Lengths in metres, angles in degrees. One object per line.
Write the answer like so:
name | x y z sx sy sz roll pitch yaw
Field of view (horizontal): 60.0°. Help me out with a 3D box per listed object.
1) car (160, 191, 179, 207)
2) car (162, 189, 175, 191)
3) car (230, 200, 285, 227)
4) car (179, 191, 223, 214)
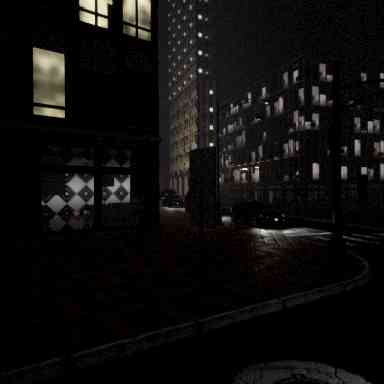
car | -2.395 1.036 40.667 1.837 1.490 4.892 -1 1 -18
car | -4.035 0.537 54.629 2.150 2.045 5.566 -1 1 -18
car | 4.101 1.316 21.535 1.837 1.490 4.892 -1 1 -19
car | 0.900 0.895 30.939 2.150 2.045 5.566 -1 1 -19
